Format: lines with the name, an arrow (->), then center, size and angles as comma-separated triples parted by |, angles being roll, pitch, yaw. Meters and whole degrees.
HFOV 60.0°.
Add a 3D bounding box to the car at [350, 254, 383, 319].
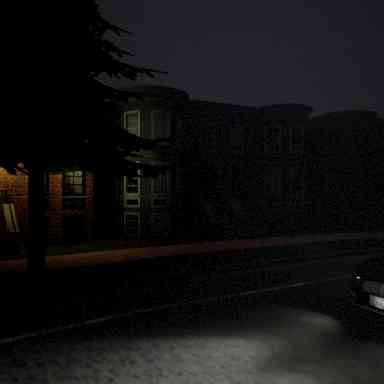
car -> 5.175, 1.492, 6.346 | 4.902, 1.511, 2.128 | 0, 0, -26
